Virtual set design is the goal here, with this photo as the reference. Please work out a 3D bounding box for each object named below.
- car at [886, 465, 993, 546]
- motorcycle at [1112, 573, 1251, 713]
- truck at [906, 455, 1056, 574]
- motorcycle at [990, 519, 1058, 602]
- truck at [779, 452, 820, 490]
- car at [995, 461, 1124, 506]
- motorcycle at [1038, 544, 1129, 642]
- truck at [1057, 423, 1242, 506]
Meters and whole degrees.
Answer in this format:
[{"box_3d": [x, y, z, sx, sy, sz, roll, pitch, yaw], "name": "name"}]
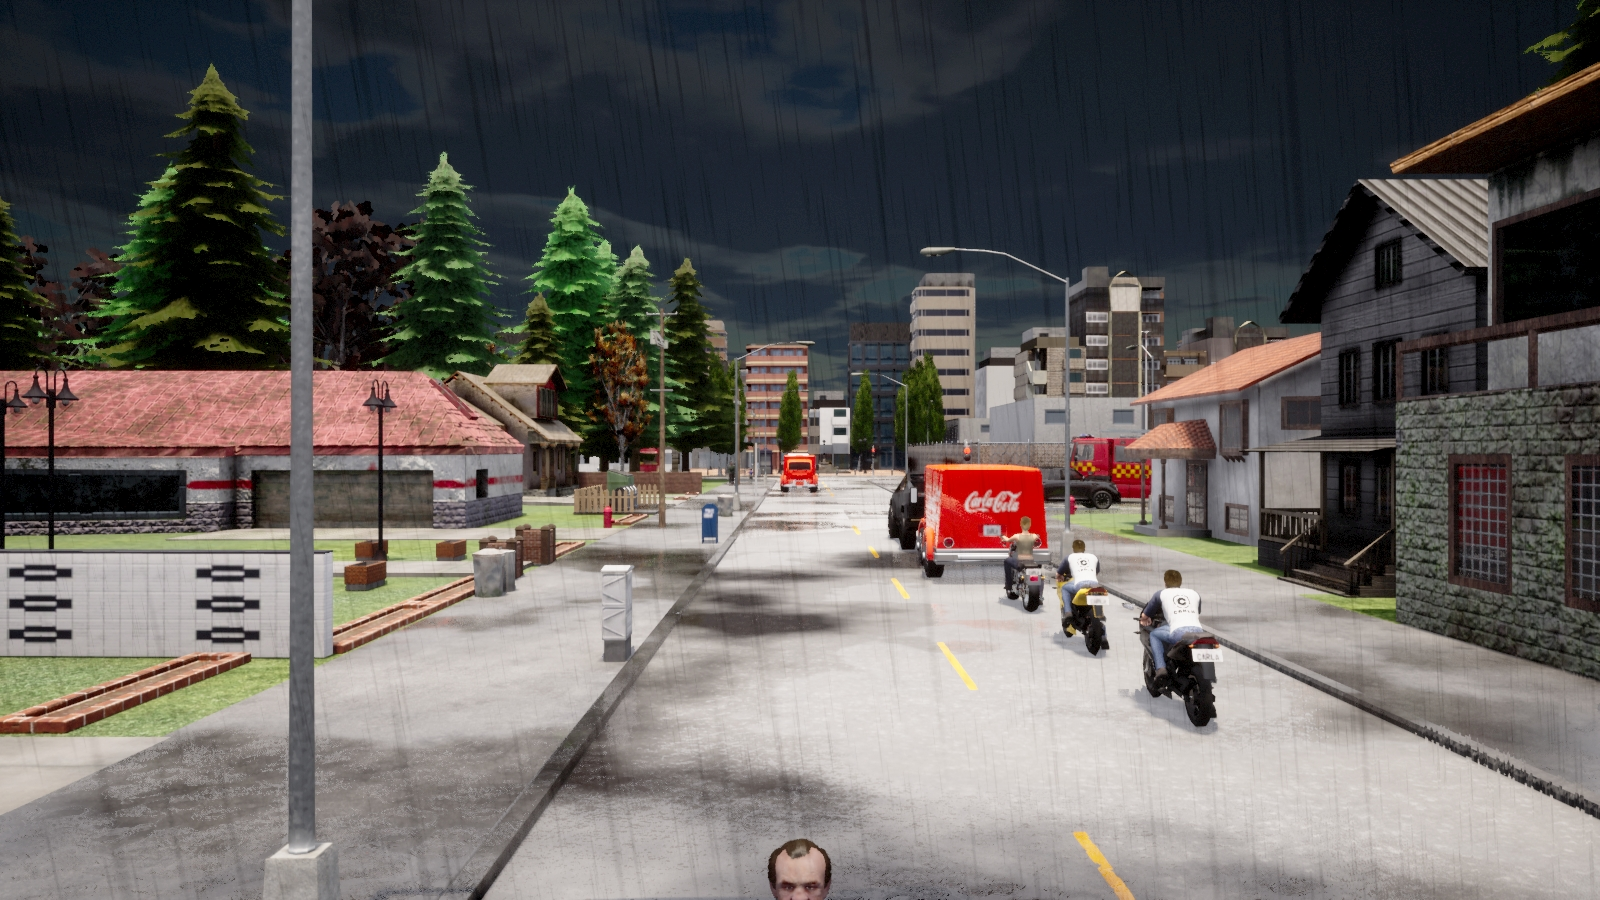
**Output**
[{"box_3d": [3.989, 1.534, 33.871, 2.390, 2.098, 6.274, 0, 0, 0], "name": "car"}, {"box_3d": [3.999, 1.993, 12.153, 0.803, 1.145, 2.033, 0, 0, 0], "name": "motorcycle"}, {"box_3d": [3.998, 1.348, 26.317, 2.627, 2.467, 5.204, 0, 0, 0], "name": "truck"}, {"box_3d": [3.997, 1.950, 20.606, 0.764, 1.277, 2.356, 0, 0, 0], "name": "motorcycle"}, {"box_3d": [-0.044, 1.352, 76.417, 2.627, 2.467, 5.204, 0, 0, 0], "name": "truck"}, {"box_3d": [12.233, 1.559, 54.031, 5.566, 2.045, 2.150, 0, 0, -3], "name": "car"}, {"box_3d": [3.995, 1.993, 16.270, 0.803, 1.145, 2.033, 0, 0, 0], "name": "motorcycle"}, {"box_3d": [17.591, 0.681, 57.603, 8.468, 3.827, 2.891, 2, 0, 26], "name": "truck"}]
